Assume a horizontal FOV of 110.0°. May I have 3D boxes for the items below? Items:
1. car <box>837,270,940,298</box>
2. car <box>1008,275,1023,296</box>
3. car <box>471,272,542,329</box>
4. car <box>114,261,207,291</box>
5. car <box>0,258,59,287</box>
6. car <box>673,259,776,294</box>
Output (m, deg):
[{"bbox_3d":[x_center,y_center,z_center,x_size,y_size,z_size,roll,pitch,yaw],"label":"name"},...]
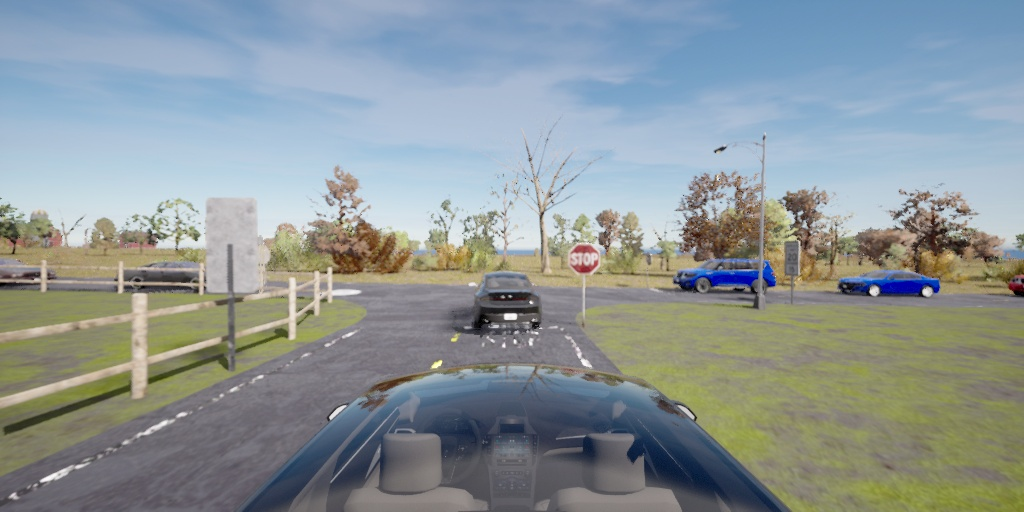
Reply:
[{"bbox_3d":[22.655,1.617,21.701,5.008,1.535,1.882,1,1,0],"label":"car"},{"bbox_3d":[33.922,1.559,21.670,5.566,2.045,2.150,1,1,0],"label":"car"},{"bbox_3d":[-0.286,1.245,11.305,1.837,1.490,4.892,0,0,-6],"label":"car"},{"bbox_3d":[-17.458,0.996,18.847,5.357,1.411,2.033,1,1,0],"label":"car"},{"bbox_3d":[-27.526,0.804,18.867,5.357,1.411,2.033,1,1,0],"label":"car"},{"bbox_3d":[12.795,1.185,21.728,5.566,2.045,2.150,1,1,0],"label":"car"}]
